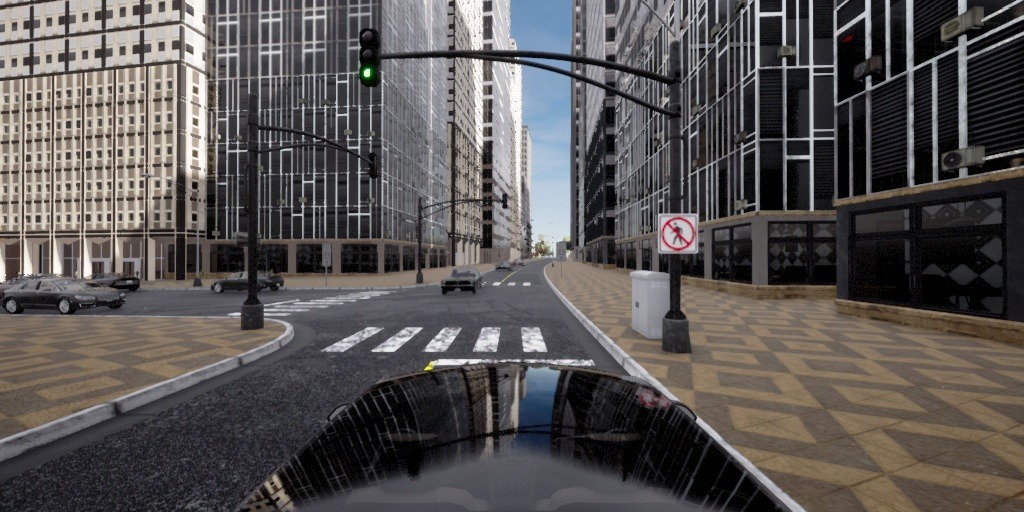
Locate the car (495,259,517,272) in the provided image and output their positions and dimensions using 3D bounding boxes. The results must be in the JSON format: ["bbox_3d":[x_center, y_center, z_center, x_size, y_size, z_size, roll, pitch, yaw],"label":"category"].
[{"bbox_3d":[-0.950,1.266,45.668,2.033,1.411,5.357,0,0,5],"label":"car"}]

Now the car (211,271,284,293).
[{"bbox_3d":[-16.847,1.609,22.878,4.403,1.370,2.007,0,0,9],"label":"car"}]

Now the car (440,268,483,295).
[{"bbox_3d":[-2.752,1.371,20.414,1.895,1.301,4.718,0,1,1],"label":"car"}]

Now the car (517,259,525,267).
[{"bbox_3d":[1.095,1.215,64.313,1.812,1.442,4.674,0,0,7],"label":"car"}]

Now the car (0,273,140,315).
[{"bbox_3d":[-18.147,1.566,14.599,4.403,1.370,2.007,0,0,9],"label":"car"}]
